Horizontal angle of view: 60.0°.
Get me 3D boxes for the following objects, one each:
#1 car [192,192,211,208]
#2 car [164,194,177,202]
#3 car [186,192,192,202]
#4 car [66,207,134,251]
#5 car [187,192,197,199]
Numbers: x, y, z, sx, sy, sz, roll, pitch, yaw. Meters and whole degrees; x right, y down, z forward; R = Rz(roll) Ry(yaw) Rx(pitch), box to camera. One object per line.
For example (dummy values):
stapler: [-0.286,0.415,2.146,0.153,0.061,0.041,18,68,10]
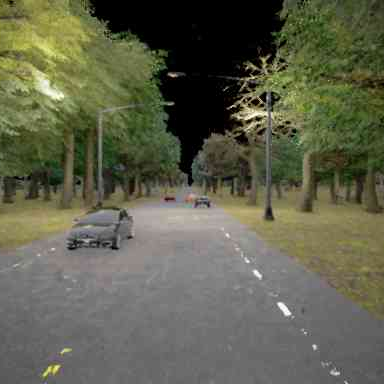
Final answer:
car: [1.215,1.086,39.880,1.837,1.490,4.892,0,1,0]
car: [-3.572,1.033,55.166,1.895,1.301,4.718,0,0,1]
car: [-0.013,0.764,57.995,2.097,1.767,4.553,0,0,0]
car: [-3.601,1.417,13.803,1.837,1.490,4.892,0,1,0]
car: [-0.018,0.694,75.355,2.128,1.511,4.902,0,0,0]
